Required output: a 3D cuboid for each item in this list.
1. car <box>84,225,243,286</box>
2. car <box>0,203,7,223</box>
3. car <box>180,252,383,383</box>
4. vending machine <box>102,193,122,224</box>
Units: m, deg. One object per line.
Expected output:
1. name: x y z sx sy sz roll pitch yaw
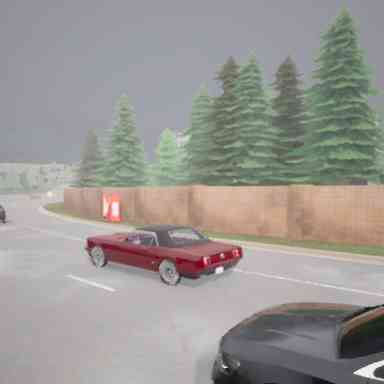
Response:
1. car: -1.030 1.594 9.473 4.718 1.301 1.895 0 0 40
2. car: -14.763 1.398 24.143 2.128 1.511 4.902 0 0 -37
3. car: 2.441 1.520 2.386 4.892 1.490 1.837 0 0 36
4. vending machine: -5.758 1.156 23.833 1.100 2.100 0.880 0 0 -41
